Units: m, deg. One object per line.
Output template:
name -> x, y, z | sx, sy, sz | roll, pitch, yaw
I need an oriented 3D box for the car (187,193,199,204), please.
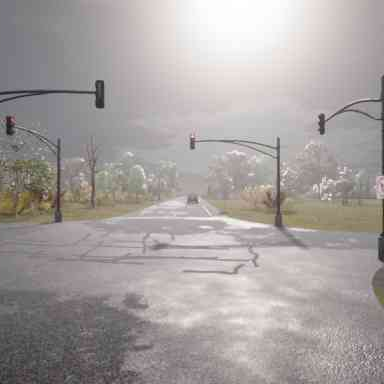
car -> 0.150, 1.293, 67.563 | 2.150, 2.045, 5.566 | 0, 0, 0
